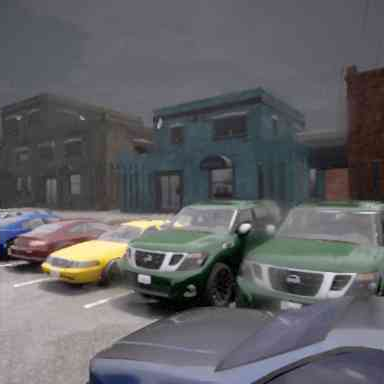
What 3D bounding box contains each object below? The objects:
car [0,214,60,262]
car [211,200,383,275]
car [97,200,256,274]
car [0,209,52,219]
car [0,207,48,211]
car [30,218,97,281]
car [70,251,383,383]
[{"bbox_3d":[-3.753,1.619,11.629,2.002,1.452,4.674,-1,-1,35],"label":"car"},{"bbox_3d":[2.959,1.237,6.809,2.435,2.045,5.566,-1,0,35],"label":"car"},{"bbox_3d":[0.715,1.262,8.410,2.435,2.045,5.566,-1,0,35],"label":"car"},{"bbox_3d":[-5.998,1.618,13.226,2.097,1.535,5.008,-1,-1,35],"label":"car"},{"bbox_3d":[-8.223,1.537,14.858,2.185,1.767,4.553,-1,-1,35],"label":"car"},{"bbox_3d":[-1.615,1.538,9.879,1.946,1.575,5.366,-1,-1,35],"label":"car"},{"bbox_3d":[1.567,1.548,2.260,5.357,1.411,2.033,0,0,35],"label":"car"}]
